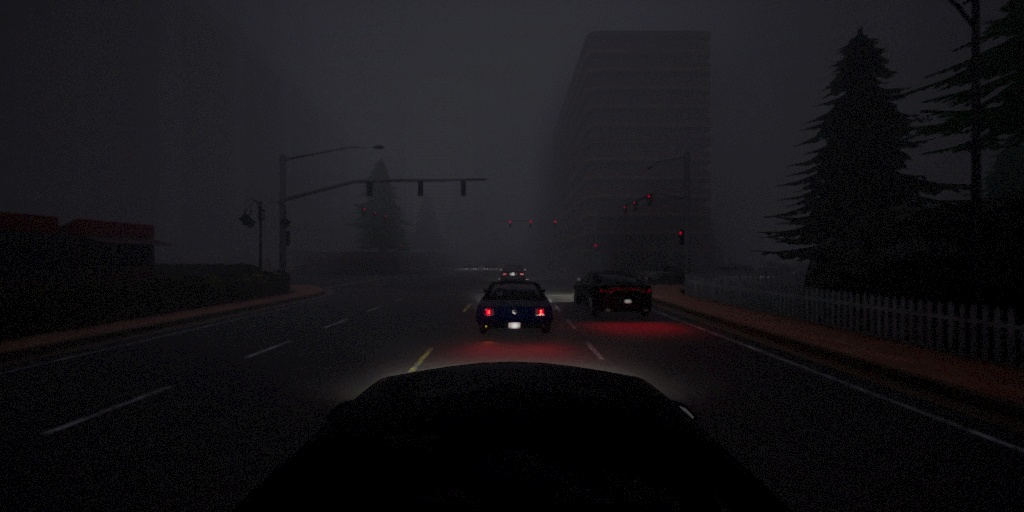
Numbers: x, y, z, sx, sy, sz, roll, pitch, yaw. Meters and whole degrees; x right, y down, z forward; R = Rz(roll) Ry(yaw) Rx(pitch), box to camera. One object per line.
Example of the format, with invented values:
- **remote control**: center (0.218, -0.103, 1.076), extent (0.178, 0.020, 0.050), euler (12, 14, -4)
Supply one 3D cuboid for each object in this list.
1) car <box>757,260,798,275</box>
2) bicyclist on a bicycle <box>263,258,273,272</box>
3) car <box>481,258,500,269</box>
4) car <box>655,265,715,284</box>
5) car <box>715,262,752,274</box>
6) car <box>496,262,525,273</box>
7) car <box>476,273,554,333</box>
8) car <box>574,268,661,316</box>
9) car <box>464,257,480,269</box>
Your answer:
- **car**: center (28.651, 1.369, 39.001), extent (4.718, 1.301, 1.895), euler (0, 0, -32)
- **bicyclist on a bicycle**: center (-27.892, 1.073, 40.982), extent (0.582, 1.620, 1.656), euler (0, 0, 0)
- **car**: center (-3.552, 1.414, 61.315), extent (2.033, 1.411, 5.357), euler (0, 0, 1)
- **car**: center (11.911, 1.341, 26.277), extent (4.718, 1.301, 1.895), euler (0, 0, -8)
- **car**: center (25.290, 1.373, 41.060), extent (4.718, 1.301, 1.895), euler (0, 0, -30)
- **car**: center (0.081, 1.338, 27.835), extent (2.033, 1.411, 5.357), euler (0, 0, 0)
- **car**: center (0.072, 1.368, 10.734), extent (1.895, 1.301, 4.718), euler (0, 0, 0)
- **car**: center (3.582, 1.251, 13.527), extent (1.882, 1.535, 5.008), euler (0, 0, 0)
- **car**: center (-7.054, 1.393, 61.478), extent (1.812, 1.442, 4.674), euler (0, 0, 1)
